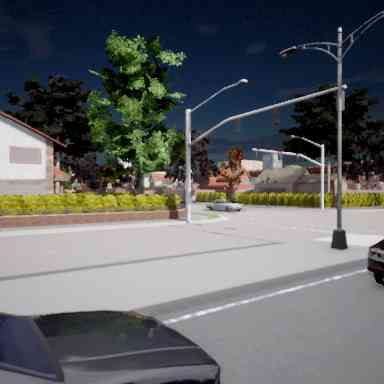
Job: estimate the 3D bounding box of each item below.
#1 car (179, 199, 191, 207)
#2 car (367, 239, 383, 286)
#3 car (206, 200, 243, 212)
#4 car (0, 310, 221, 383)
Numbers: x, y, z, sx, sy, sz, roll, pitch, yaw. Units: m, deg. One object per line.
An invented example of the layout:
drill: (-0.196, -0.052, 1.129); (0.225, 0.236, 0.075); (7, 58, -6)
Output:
car: (-2.180, 1.550, 46.554); (1.895, 1.301, 4.718); (0, 0, -36)
car: (6.225, 1.500, 8.163); (4.902, 1.511, 2.128); (0, 0, -35)
car: (3.702, 1.573, 38.382); (1.895, 1.301, 4.718); (0, 0, -36)
car: (-2.272, 1.541, 2.124); (5.357, 1.411, 2.033); (0, 0, -36)
